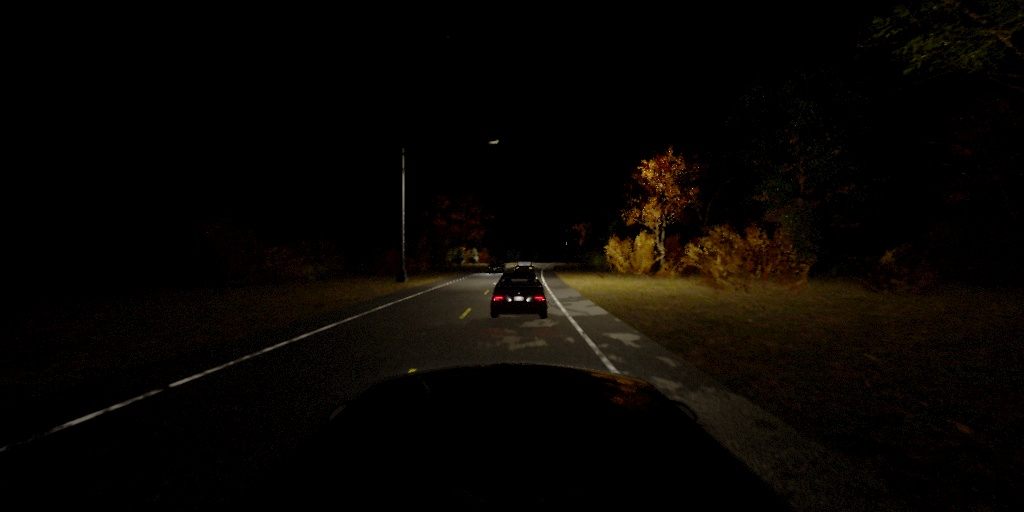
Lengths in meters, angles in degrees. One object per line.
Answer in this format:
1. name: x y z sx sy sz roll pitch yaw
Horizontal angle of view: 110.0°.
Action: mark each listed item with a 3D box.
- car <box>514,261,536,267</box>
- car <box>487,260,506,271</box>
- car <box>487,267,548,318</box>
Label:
1. car: 1.185 1.234 33.060 2.128 1.511 4.902 0 0 4
2. car: -1.769 1.244 42.389 1.837 1.490 4.892 0 0 5
3. car: 0.268 1.297 13.016 2.033 1.411 5.357 0 0 1
